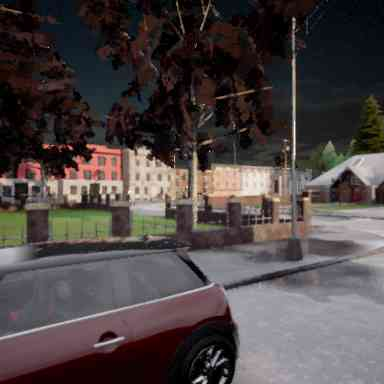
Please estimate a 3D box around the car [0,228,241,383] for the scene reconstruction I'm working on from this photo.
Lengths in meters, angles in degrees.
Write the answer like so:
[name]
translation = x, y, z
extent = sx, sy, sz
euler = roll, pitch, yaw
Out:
[car]
translation = -1.718, 1.349, 3.342
extent = 4.553, 1.767, 2.097
euler = 0, 0, -35
